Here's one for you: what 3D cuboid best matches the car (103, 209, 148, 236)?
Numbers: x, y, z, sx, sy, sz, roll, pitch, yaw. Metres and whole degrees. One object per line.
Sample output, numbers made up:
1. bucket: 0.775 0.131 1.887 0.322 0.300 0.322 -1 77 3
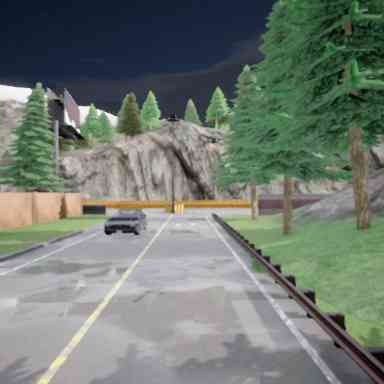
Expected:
1. car: -3.776 1.707 19.873 2.033 1.411 5.357 0 0 0
